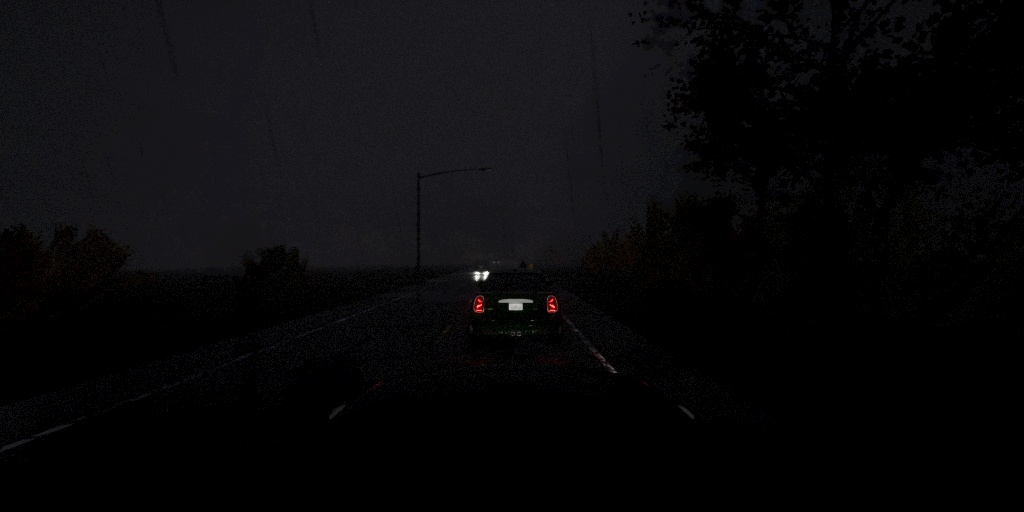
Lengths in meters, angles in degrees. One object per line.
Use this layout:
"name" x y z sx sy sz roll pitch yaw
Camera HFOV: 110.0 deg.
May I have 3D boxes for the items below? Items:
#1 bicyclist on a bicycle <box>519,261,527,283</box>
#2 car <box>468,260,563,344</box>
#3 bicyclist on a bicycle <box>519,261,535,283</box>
"bicyclist on a bicycle" 0.840 1.193 27.224 0.582 1.620 1.656 0 0 0
"car" 0.072 1.099 9.763 2.097 1.767 4.553 0 0 0
"bicyclist on a bicycle" 0.903 1.180 17.107 0.866 1.612 1.509 0 0 0
